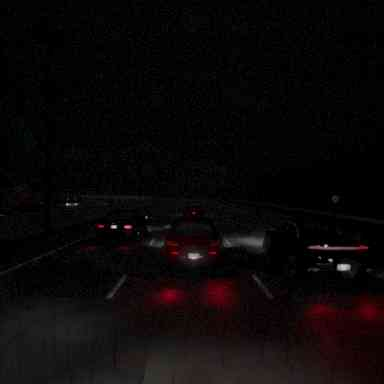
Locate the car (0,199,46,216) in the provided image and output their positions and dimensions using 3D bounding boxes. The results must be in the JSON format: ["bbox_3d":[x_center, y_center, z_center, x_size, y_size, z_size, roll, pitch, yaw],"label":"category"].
[{"bbox_3d":[-14.046,1.570,27.097,1.837,1.490,4.892,0,-1,1],"label":"car"}]

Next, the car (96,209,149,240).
[{"bbox_3d":[-3.460,1.611,17.319,2.033,1.411,5.357,0,0,0],"label":"car"}]

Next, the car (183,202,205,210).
[{"bbox_3d":[0.188,1.614,30.460,1.882,1.535,5.008,0,0,1],"label":"car"}]

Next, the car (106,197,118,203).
[{"bbox_3d":[-18.286,1.796,76.554,1.994,1.385,4.181,0,0,-4],"label":"car"}]

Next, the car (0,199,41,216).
[{"bbox_3d":[-17.446,1.557,33.861,1.882,1.535,5.008,0,-1,1],"label":"car"}]

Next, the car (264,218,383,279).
[{"bbox_3d":[3.547,1.554,10.229,2.128,1.511,4.902,0,0,0],"label":"car"}]

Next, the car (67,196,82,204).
[{"bbox_3d":[-24.798,1.565,70.196,2.097,1.767,4.553,0,0,-3],"label":"car"}]

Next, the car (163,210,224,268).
[{"bbox_3d":[0.042,1.577,11.351,1.812,1.442,4.674,0,0,0],"label":"car"}]

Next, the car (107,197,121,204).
[{"bbox_3d":[-13.868,1.736,59.587,1.812,1.442,4.674,0,1,-1],"label":"car"}]
